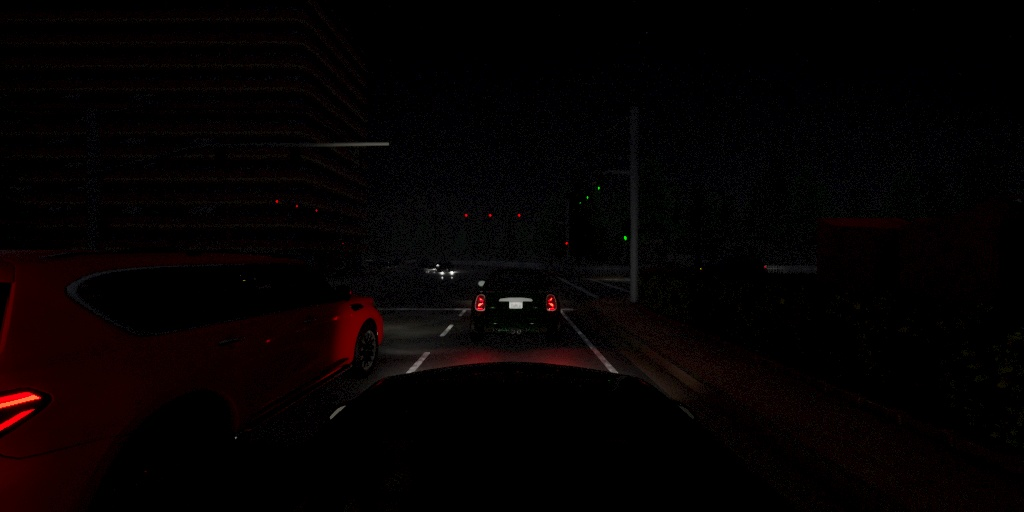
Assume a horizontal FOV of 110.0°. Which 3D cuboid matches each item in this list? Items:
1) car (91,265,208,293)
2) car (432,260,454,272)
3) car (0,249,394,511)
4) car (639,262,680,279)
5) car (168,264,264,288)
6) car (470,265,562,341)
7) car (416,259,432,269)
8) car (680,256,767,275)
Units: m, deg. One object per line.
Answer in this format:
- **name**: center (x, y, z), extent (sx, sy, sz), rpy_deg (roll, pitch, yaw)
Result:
- **car**: center (-20.731, 1.307, 20.643), extent (4.892, 1.490, 1.837), rpy_deg (0, 0, 0)
- **car**: center (-8.954, 1.290, 47.603), extent (2.033, 1.411, 5.357), rpy_deg (0, 0, -18)
- **car**: center (-3.434, 0.971, 4.156), extent (2.150, 2.045, 5.566), rpy_deg (0, 0, 1)
- **car**: center (13.071, 1.278, 31.057), extent (5.008, 1.535, 1.882), rpy_deg (0, 0, 0)
- **car**: center (-19.885, 1.307, 24.262), extent (4.892, 1.490, 1.837), rpy_deg (0, 0, -2)
- **car**: center (0.096, 1.101, 9.993), extent (2.097, 1.767, 4.553), rpy_deg (0, 0, 0)
- **car**: center (-13.823, 1.229, 57.596), extent (2.128, 1.511, 4.902), rpy_deg (0, 0, -34)
- **car**: center (16.383, 1.018, 27.529), extent (5.566, 2.045, 2.150), rpy_deg (-1, 0, 0)
